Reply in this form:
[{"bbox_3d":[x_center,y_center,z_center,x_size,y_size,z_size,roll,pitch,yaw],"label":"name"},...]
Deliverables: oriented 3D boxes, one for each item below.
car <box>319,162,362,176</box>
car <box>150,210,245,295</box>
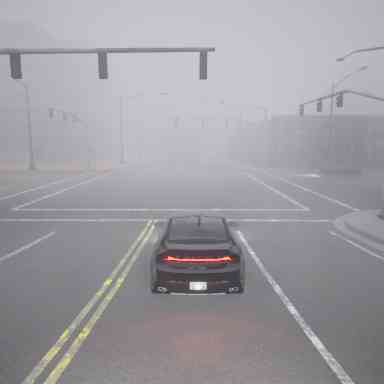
[{"bbox_3d":[15.870,-2.459,35.627,4.181,1.385,1.994,0,8,0],"label":"car"},{"bbox_3d":[0.113,1.197,8.109,1.837,1.490,4.892,0,4,0],"label":"car"}]
